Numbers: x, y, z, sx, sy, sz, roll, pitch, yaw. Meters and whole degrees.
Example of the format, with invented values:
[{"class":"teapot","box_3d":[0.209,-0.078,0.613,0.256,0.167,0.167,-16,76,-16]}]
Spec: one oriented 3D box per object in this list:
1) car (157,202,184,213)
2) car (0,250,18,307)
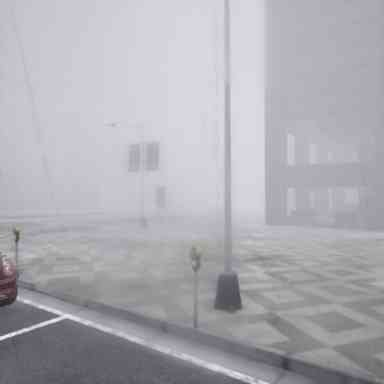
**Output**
[{"class":"car","box_3d":[-3.203,2.249,50.259,1.882,1.535,5.008,0,-1,36]},{"class":"car","box_3d":[-5.421,1.488,6.840,4.097,1.590,1.967,0,0,36]}]
